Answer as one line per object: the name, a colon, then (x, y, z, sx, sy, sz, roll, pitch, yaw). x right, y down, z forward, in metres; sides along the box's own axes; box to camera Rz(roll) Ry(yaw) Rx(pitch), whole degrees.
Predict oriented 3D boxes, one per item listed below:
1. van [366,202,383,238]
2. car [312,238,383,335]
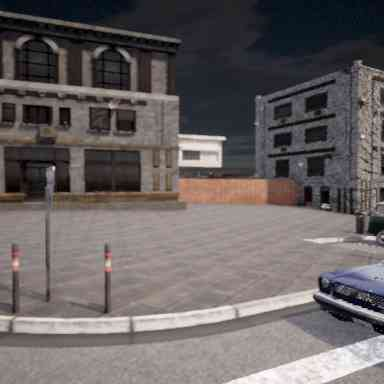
van: (9.732, 1.450, 14.142, 1.878, 1.987, 4.442, 3, 0, -30)
car: (4.391, 1.615, 5.772, 4.718, 1.301, 1.895, 1, 0, -28)
